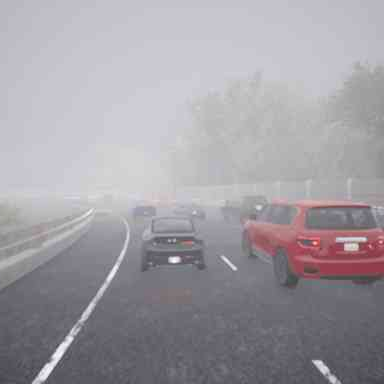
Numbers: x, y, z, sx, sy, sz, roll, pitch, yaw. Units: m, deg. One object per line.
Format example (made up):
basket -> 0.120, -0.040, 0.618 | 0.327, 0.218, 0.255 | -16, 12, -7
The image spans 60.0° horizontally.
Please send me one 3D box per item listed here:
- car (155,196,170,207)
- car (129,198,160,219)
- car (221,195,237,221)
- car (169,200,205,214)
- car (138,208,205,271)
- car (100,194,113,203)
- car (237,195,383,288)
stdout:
car -> -4.687, 1.427, 48.990 | 2.097, 1.767, 4.553 | 0, 0, -26
car -> -4.413, 1.530, 29.483 | 1.882, 1.535, 5.008 | 0, 0, -16
car -> 3.960, 1.230, 25.368 | 2.150, 2.045, 5.566 | 0, 0, -13
car -> -0.329, 1.595, 27.911 | 1.994, 1.385, 4.181 | 0, 0, -15
car -> -0.701, 1.520, 11.068 | 1.837, 1.490, 4.892 | 0, 0, -6
car -> -19.616, 1.400, 76.183 | 2.150, 2.045, 5.566 | 0, 0, -25
car -> 3.019, 1.217, 9.437 | 2.150, 2.045, 5.566 | 0, 0, -5
